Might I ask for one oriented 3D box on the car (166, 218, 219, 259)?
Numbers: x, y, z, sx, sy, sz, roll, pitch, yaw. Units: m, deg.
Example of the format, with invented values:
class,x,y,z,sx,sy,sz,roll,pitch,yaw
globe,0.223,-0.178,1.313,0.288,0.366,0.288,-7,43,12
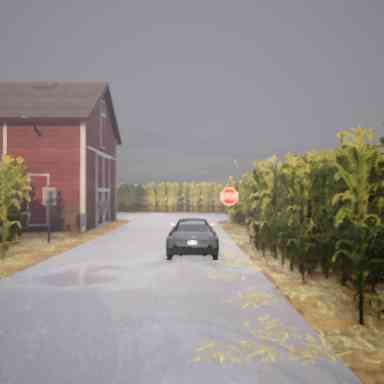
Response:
class,x,y,z,sx,sy,sz,roll,pitch,yaw
car,0.025,1.744,13.487,1.994,1.385,4.181,0,-1,0
